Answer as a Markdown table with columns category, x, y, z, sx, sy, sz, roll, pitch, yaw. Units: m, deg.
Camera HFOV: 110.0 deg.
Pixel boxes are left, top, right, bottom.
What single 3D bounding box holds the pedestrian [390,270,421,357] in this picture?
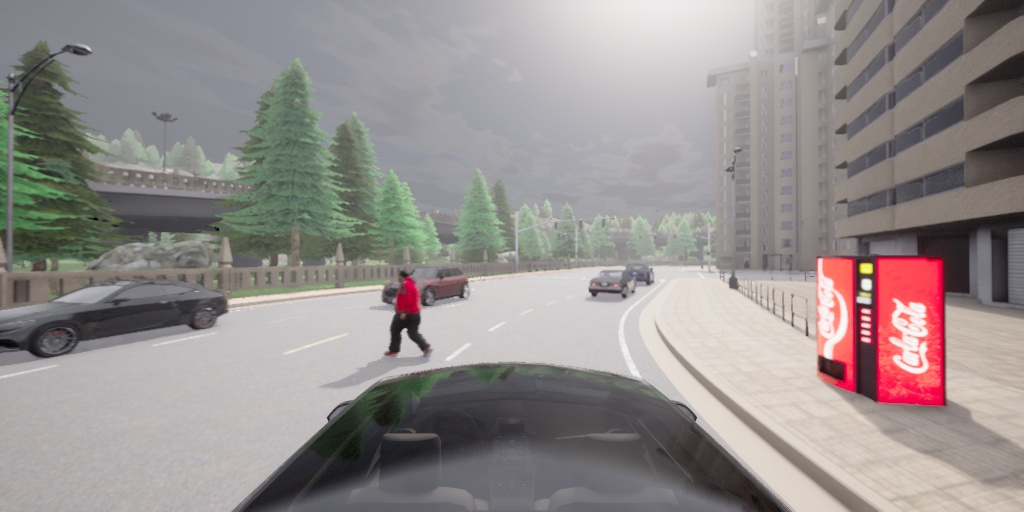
| category | x | y | z | sx | sy | sz | roll | pitch | yaw |
| --- | --- | --- | --- | --- | --- | --- | --- | --- | --- |
| pedestrian | -2.109 | 1.088 | 7.118 | 0.375 | 1.860 | 0.375 | 0 | -1 | 10 |

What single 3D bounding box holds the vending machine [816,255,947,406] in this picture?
| category | x | y | z | sx | sy | sz | roll | pitch | yaw |
| --- | --- | --- | --- | --- | --- | --- | --- | --- | --- |
| vending machine | 5.128 | 0.983 | 5.078 | 1.100 | 2.100 | 0.880 | 0 | 0 | 9 |

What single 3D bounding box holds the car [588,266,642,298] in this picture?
| category | x | y | z | sx | sy | sz | roll | pitch | yaw |
| --- | --- | --- | --- | --- | --- | --- | --- | --- | --- |
| car | 5.656 | 1.465 | 19.861 | 2.033 | 1.411 | 5.357 | 0 | -1 | 26 |

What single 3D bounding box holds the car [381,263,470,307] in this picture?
| category | x | y | z | sx | sy | sz | roll | pitch | yaw |
| --- | --- | --- | --- | --- | --- | --- | --- | --- | --- |
| car | -3.777 | 1.224 | 16.382 | 2.097 | 1.767 | 4.553 | 0 | -1 | 22 |

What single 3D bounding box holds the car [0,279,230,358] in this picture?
| category | x | y | z | sx | sy | sz | roll | pitch | yaw |
| --- | --- | --- | --- | --- | --- | --- | --- | --- | --- |
| car | -9.638 | 1.323 | 8.865 | 1.812 | 1.442 | 4.674 | 0 | -1 | 12 |

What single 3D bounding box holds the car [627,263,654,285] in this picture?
| category | x | y | z | sx | sy | sz | roll | pitch | yaw |
| --- | --- | --- | --- | --- | --- | --- | --- | --- | --- |
| car | 10.215 | 1.356 | 28.956 | 2.097 | 1.767 | 4.553 | 0 | -1 | 27 |
